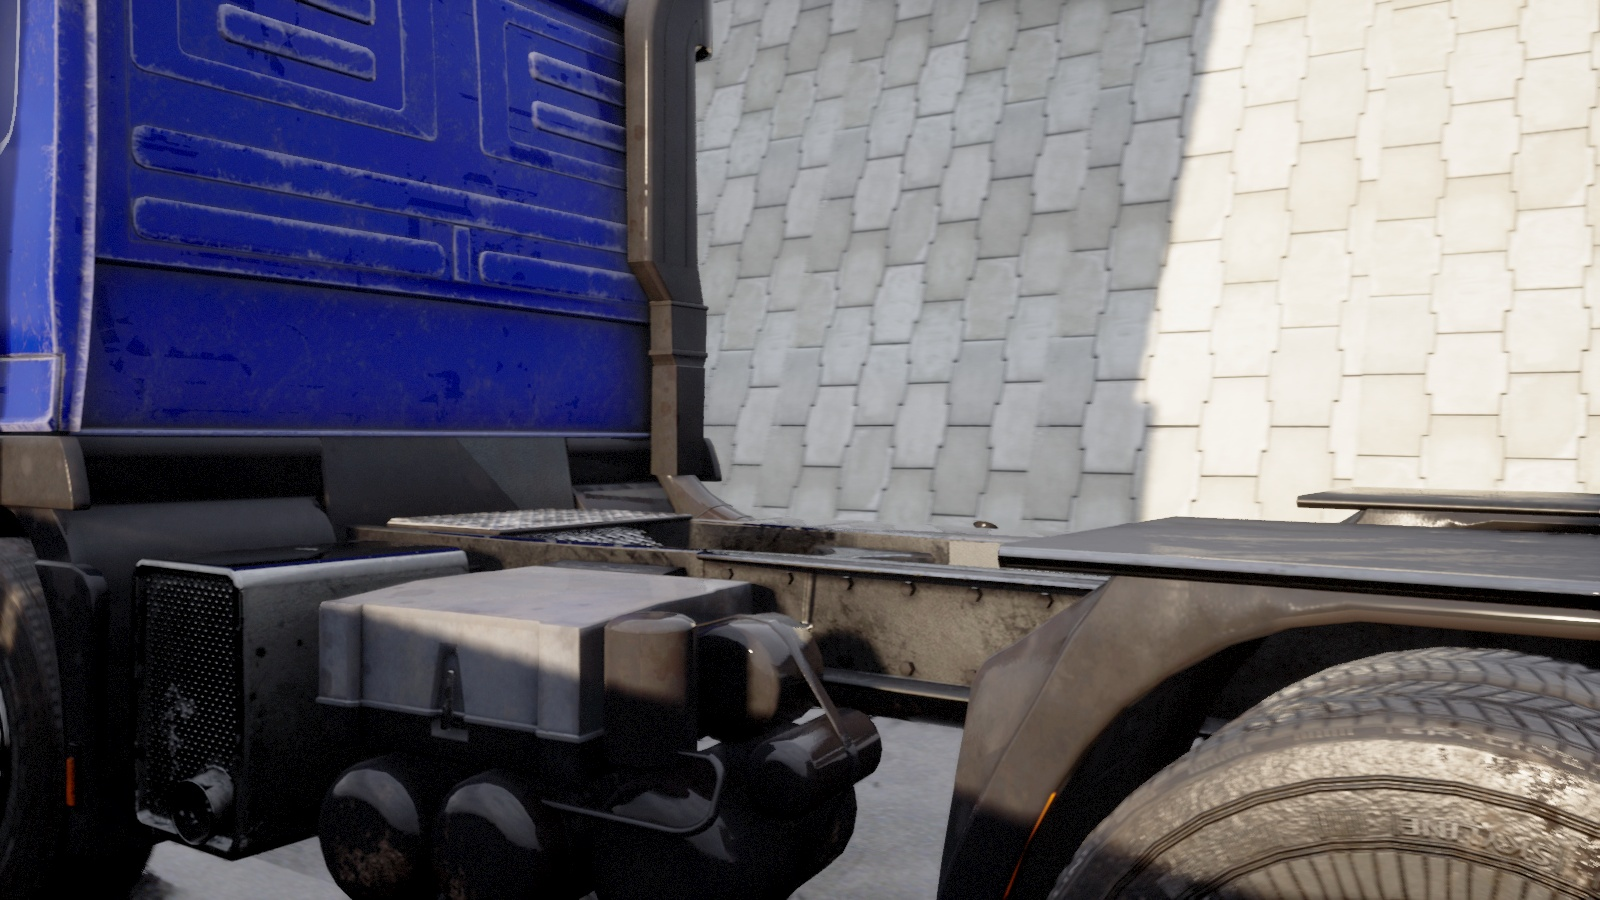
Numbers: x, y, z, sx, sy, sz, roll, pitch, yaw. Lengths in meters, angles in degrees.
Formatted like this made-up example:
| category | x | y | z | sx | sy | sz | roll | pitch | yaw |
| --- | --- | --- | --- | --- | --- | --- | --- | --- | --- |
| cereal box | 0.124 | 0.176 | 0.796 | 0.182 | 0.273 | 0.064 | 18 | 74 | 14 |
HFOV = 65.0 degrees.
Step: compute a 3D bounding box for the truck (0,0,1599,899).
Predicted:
| category | x | y | z | sx | sy | sz | roll | pitch | yaw |
| --- | --- | --- | --- | --- | --- | --- | --- | --- | --- |
| truck | 0.255 | -0.300 | 3.435 | 7.936 | 3.462 | 2.891 | 0 | 1 | 34 |
